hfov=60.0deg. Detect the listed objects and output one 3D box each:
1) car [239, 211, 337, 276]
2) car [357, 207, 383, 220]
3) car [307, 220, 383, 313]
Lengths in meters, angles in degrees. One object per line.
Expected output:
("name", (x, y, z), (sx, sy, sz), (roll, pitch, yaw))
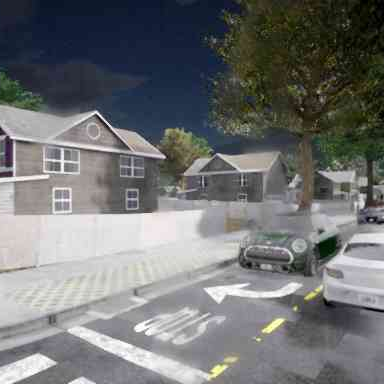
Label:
("car", (3.338, 1.461, 10.841), (2.097, 1.767, 4.553), (-1, -1, 36))
("car", (13.743, 1.792, 24.910), (1.994, 1.385, 4.181), (-1, -1, 37))
("car", (4.209, 1.572, 7.221), (1.812, 1.442, 4.674), (-1, -1, 36))
